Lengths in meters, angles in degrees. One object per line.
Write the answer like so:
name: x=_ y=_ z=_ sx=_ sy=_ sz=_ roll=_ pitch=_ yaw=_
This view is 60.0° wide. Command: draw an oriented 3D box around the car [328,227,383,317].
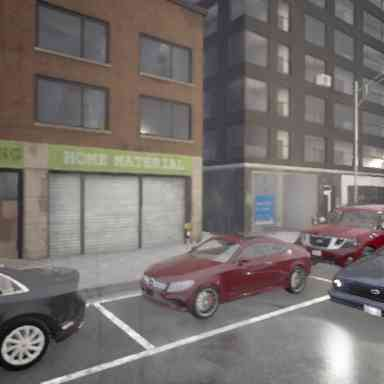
car: x=5.155 y=1.578 z=7.019 sx=5.357 sy=1.411 sz=2.033 roll=0 pitch=0 yaw=-35

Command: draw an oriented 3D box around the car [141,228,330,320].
car: x=0.938 y=1.600 z=7.314 sx=4.206 sy=1.307 sz=1.802 roll=0 pitch=0 yaw=-35

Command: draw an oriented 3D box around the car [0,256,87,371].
car: x=-3.583 y=1.548 z=4.091 sx=4.403 sy=1.369 sz=2.008 roll=0 pitch=0 yaw=-35

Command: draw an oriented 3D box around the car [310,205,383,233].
car: x=5.460 y=1.355 z=10.536 sx=5.009 sy=1.841 sz=2.192 roll=0 pitch=0 yaw=-35
